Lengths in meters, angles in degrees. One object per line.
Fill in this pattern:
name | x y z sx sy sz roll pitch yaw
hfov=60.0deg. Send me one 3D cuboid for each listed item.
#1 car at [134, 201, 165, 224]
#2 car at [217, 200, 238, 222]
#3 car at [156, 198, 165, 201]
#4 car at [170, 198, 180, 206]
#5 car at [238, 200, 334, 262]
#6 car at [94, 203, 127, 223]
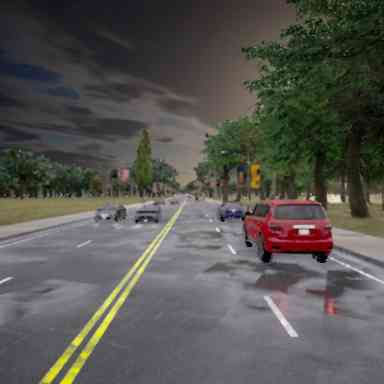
car | -3.378 1.723 26.864 2.033 1.411 5.357 0 0 0
car | 3.312 1.539 28.647 2.097 1.767 4.553 0 0 0
car | -6.724 2.012 69.943 1.994 1.385 4.181 0 0 0
car | -3.461 1.934 67.345 1.837 1.490 4.892 0 0 0
car | 3.343 1.304 12.598 2.150 2.045 5.566 0 0 0
car | -6.628 1.672 27.525 2.128 1.511 4.902 0 0 0
